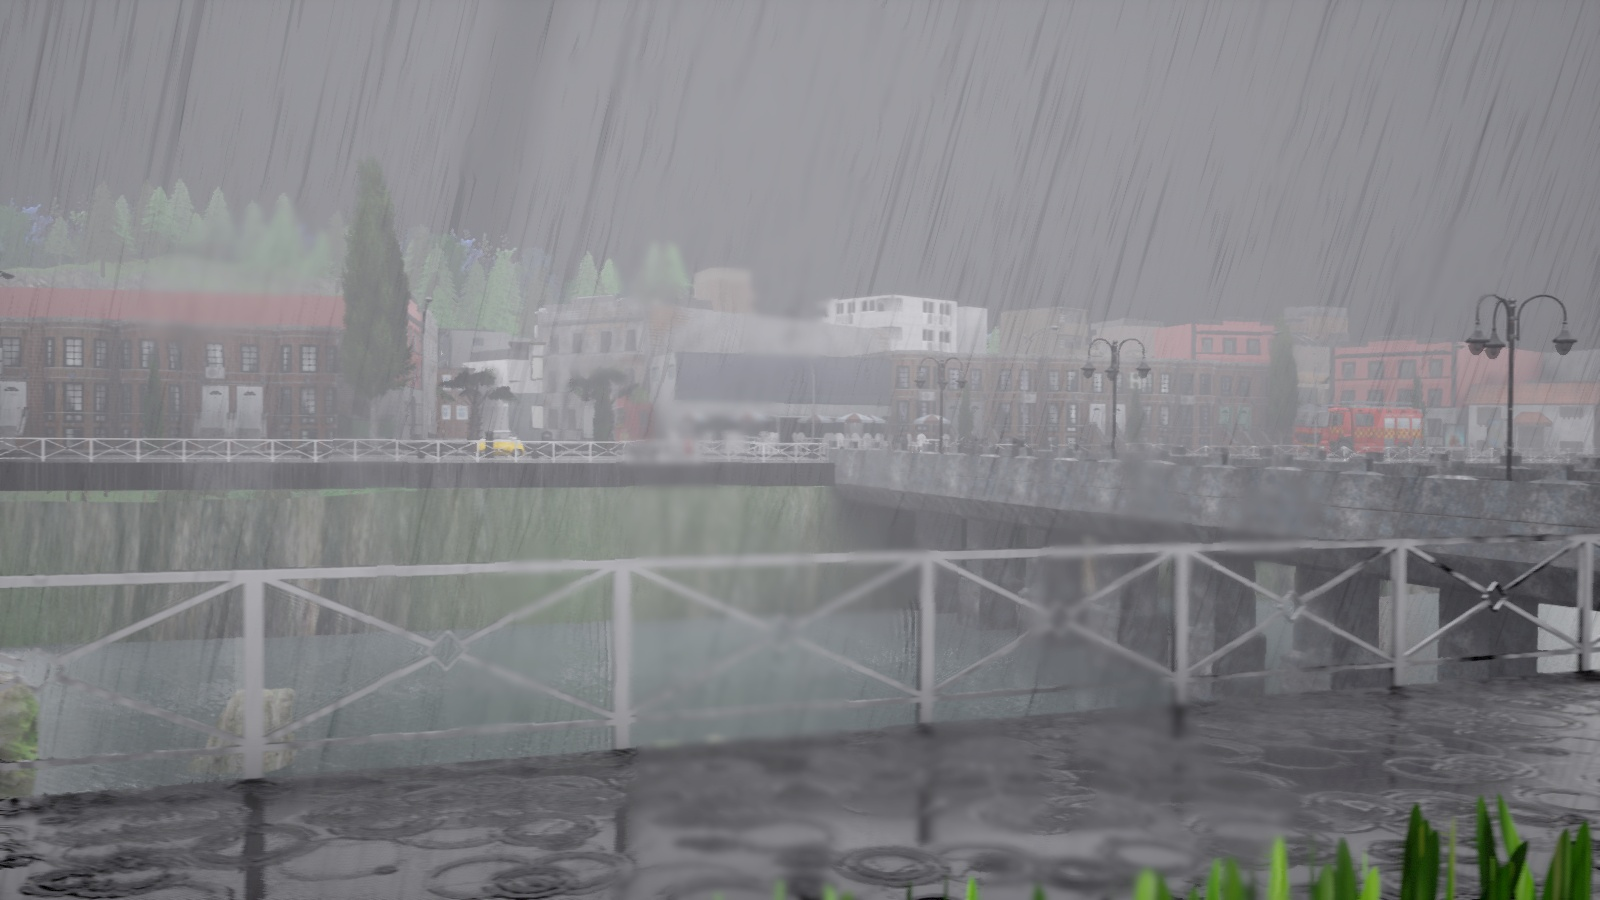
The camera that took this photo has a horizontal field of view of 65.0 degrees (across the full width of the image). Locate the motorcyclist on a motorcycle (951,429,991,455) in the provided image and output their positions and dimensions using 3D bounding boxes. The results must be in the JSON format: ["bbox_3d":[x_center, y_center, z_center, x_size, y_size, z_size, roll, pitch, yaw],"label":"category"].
[{"bbox_3d":[10.007,-0.472,73.546,2.191,1.530,0.866,-1,1,-21],"label":"motorcyclist on a motorcycle"}]

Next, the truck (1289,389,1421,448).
[{"bbox_3d":[37.080,-2.132,83.818,8.468,3.827,2.891,-1,1,-21],"label":"truck"}]

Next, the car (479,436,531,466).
[{"bbox_3d":[-14.121,0.028,60.100,2.207,1.376,1.481,-1,1,-21],"label":"car"}]
